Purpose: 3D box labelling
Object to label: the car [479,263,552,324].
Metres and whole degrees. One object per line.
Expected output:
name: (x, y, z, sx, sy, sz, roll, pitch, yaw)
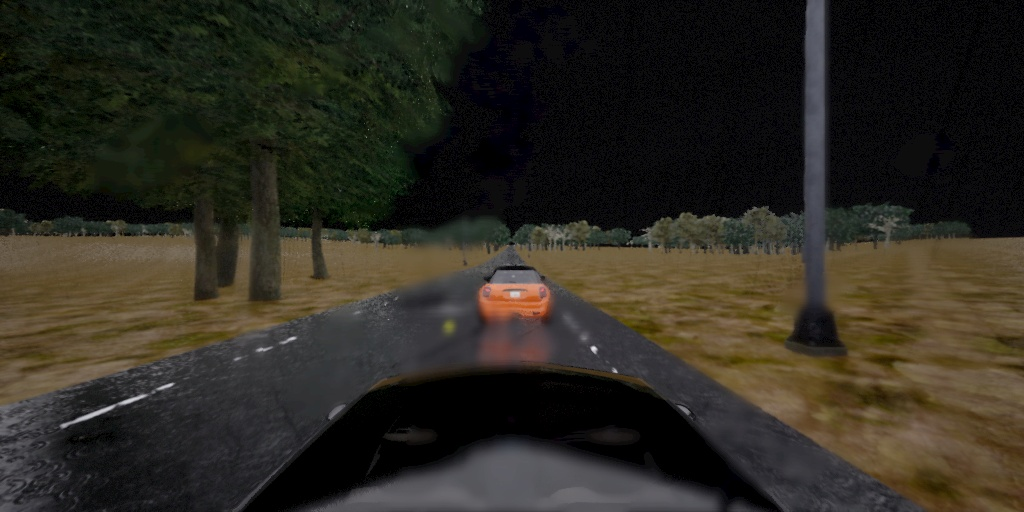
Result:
car: (0.104, 1.082, 12.073, 2.097, 1.767, 4.553, 0, 0, 0)
